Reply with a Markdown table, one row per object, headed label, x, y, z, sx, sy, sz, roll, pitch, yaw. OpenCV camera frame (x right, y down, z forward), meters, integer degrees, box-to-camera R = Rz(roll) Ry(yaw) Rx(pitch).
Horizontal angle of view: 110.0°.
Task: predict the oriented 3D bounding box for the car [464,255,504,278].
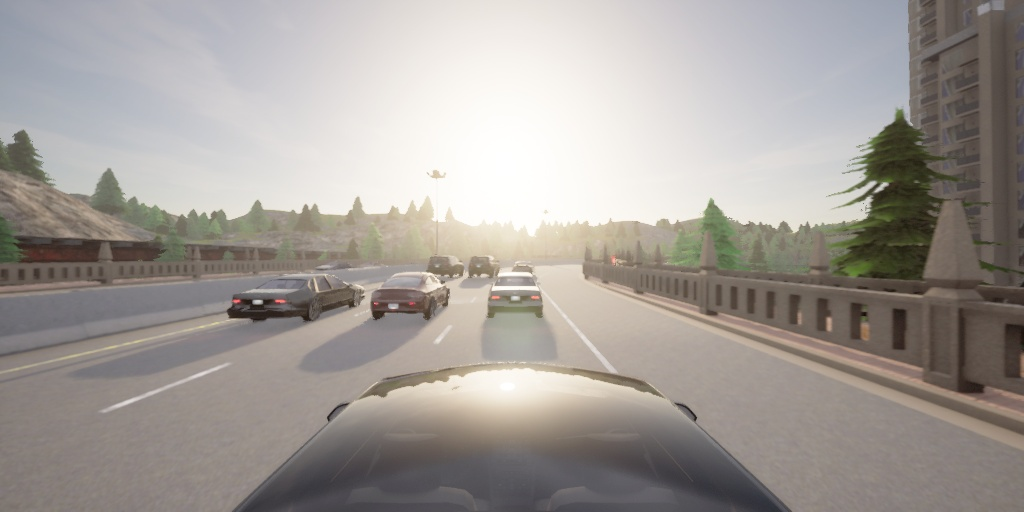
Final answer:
| label | x | y | z | sx | sy | sz | roll | pitch | yaw |
| --- | --- | --- | --- | --- | --- | --- | --- | --- | --- |
| car | -2.489 | 0.959 | 33.130 | 2.150 | 2.045 | 5.566 | 0 | 0 | 7 |

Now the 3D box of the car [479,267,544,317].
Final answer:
| label | x | y | z | sx | sy | sz | roll | pitch | yaw |
| --- | --- | --- | --- | --- | --- | --- | --- | --- | --- |
| car | 0.100 | 1.298 | 13.135 | 2.033 | 1.411 | 5.357 | 0 | 0 | 0 |

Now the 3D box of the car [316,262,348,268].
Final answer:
| label | x | y | z | sx | sy | sz | roll | pitch | yaw |
| --- | --- | --- | --- | --- | --- | --- | --- | --- | --- |
| car | -19.356 | 1.315 | 39.548 | 2.033 | 1.411 | 5.357 | 0 | 0 | 10 |

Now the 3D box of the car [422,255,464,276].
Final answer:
| label | x | y | z | sx | sy | sz | roll | pitch | yaw |
| --- | --- | --- | --- | --- | --- | --- | --- | --- | --- |
| car | -6.006 | 0.965 | 33.114 | 2.150 | 2.045 | 5.566 | 0 | 0 | 7 |

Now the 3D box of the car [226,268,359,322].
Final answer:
| label | x | y | z | sx | sy | sz | roll | pitch | yaw |
| --- | --- | --- | --- | --- | --- | --- | --- | --- | --- |
| car | -6.900 | 1.298 | 12.241 | 2.033 | 1.411 | 5.357 | 0 | 0 | 0 |

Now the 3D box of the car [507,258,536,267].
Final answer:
| label | x | y | z | sx | sy | sz | roll | pitch | yaw |
| --- | --- | --- | --- | --- | --- | --- | --- | --- | --- |
| car | 1.172 | 1.222 | 33.738 | 2.128 | 1.511 | 4.902 | 0 | 0 | 8 |

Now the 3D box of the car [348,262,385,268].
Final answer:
| label | x | y | z | sx | sy | sz | roll | pitch | yaw |
| --- | --- | --- | --- | --- | --- | --- | --- | --- | --- |
| car | -15.692 | 1.325 | 39.824 | 1.994 | 1.385 | 4.181 | 0 | 0 | 11 |

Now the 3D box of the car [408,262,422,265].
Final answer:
| label | x | y | z | sx | sy | sz | roll | pitch | yaw |
| --- | --- | --- | --- | --- | --- | --- | --- | --- | --- |
| car | -11.677 | 1.355 | 42.348 | 1.895 | 1.301 | 4.718 | 0 | 0 | 13 |

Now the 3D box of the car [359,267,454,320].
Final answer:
| label | x | y | z | sx | sy | sz | roll | pitch | yaw |
| --- | --- | --- | --- | --- | --- | --- | --- | --- | --- |
| car | -3.414 | 1.276 | 12.611 | 1.812 | 1.442 | 4.674 | 0 | 0 | 0 |

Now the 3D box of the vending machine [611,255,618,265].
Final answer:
| label | x | y | z | sx | sy | sz | roll | pitch | yaw |
| --- | --- | --- | --- | --- | --- | --- | --- | --- | --- |
| vending machine | 15.787 | 0.835 | 55.158 | 1.100 | 2.100 | 0.880 | 0 | 0 | 26 |
